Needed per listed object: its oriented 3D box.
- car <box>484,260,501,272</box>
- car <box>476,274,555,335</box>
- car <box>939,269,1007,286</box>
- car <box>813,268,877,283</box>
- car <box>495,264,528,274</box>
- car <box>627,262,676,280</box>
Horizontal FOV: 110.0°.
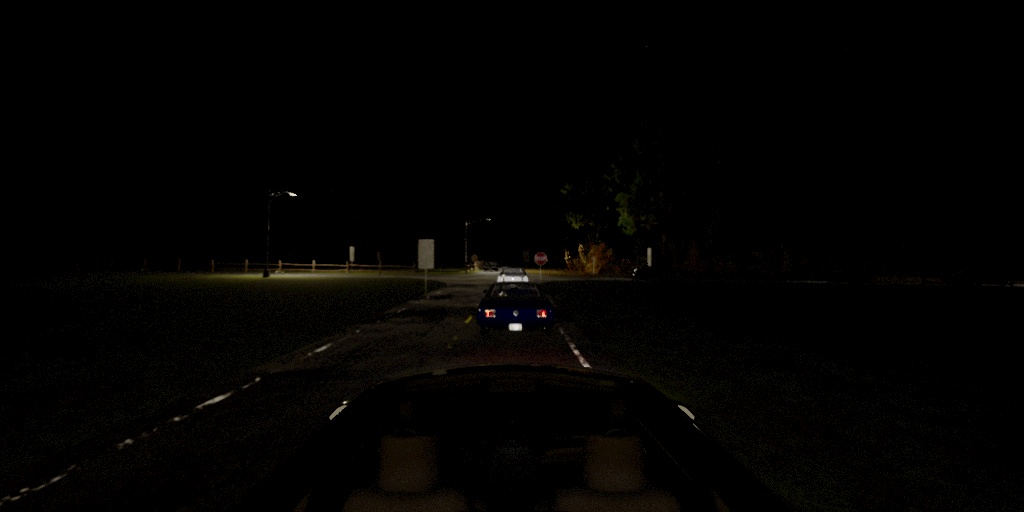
[{"bbox_3d":[-2.944,1.488,50.970,1.812,1.442,4.674,0,0,0],"label":"car"},{"bbox_3d":[0.085,1.385,10.599,1.895,1.301,4.718,0,0,0],"label":"car"},{"bbox_3d":[44.448,2.027,34.563,5.008,1.535,1.882,1,-1,0],"label":"car"},{"bbox_3d":[34.624,2.006,37.367,5.357,1.411,2.033,1,-1,0],"label":"car"},{"bbox_3d":[0.135,1.440,24.093,1.895,1.301,4.718,0,0,2],"label":"car"},{"bbox_3d":[14.398,1.507,37.199,4.553,1.767,2.097,1,-1,0],"label":"car"}]
